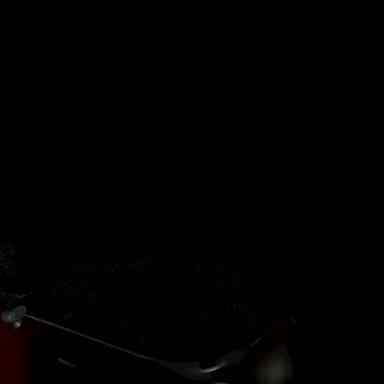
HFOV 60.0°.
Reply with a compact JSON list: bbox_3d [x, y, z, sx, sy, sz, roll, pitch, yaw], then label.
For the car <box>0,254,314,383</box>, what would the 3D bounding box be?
[{"bbox_3d":[-0.918,1.452,3.734,4.097,1.590,1.967,0,0,36],"label":"car"}]
